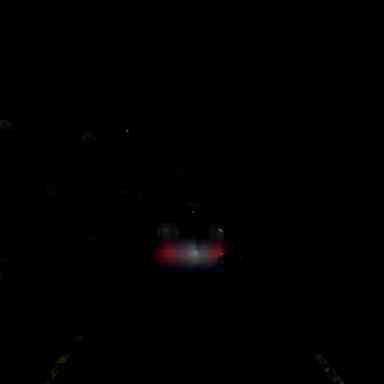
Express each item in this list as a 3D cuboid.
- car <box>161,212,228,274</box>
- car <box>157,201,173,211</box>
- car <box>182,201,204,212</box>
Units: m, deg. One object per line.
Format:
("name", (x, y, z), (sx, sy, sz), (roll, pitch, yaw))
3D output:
("car", (0.065, 1.607, 10.771), (2.033, 1.411, 5.357), (0, 0, 0))
("car", (-3.584, 1.828, 44.606), (1.895, 1.301, 4.718), (0, 0, 0))
("car", (0.089, 1.645, 31.967), (1.882, 1.535, 5.008), (0, 0, 0))
